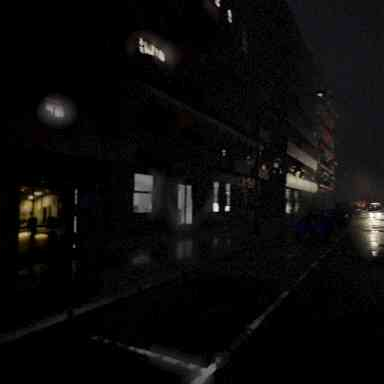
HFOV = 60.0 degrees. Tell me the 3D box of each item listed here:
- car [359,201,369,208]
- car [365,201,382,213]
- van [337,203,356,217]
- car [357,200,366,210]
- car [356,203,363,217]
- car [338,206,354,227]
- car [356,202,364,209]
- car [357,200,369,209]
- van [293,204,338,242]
[{"bbox_3d":[42.933,3.154,83.126,1.967,1.590,4.097,2,0,29],"label":"car"},{"bbox_3d":[31.317,2.715,56.860,2.128,1.511,4.902,1,-1,29],"label":"car"},{"bbox_3d":[15.144,2.022,33.386,1.690,1.788,3.998,2,0,29],"label":"van"},{"bbox_3d":[34.600,2.725,68.205,2.192,1.841,5.009,2,0,29],"label":"car"},{"bbox_3d":[20.695,2.443,43.333,2.008,1.369,4.403,2,0,29],"label":"car"},{"bbox_3d":[12.358,2.139,28.413,1.947,1.339,4.313,2,0,29],"label":"car"},{"bbox_3d":[23.472,2.579,48.306,1.802,1.307,4.206,2,0,29],"label":"car"},{"bbox_3d":[40.157,2.928,78.151,2.192,1.841,5.009,2,0,29],"label":"car"},{"bbox_3d":[6.805,1.696,18.463,1.690,1.788,3.998,2,0,29],"label":"van"}]
